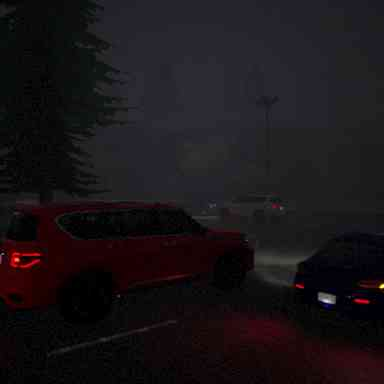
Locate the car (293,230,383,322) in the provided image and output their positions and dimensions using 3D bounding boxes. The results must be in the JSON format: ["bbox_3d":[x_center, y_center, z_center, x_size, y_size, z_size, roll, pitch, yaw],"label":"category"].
[{"bbox_3d":[3.882,1.530,6.882,4.674,1.442,1.812,0,0,-42],"label":"car"}]

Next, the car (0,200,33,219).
[{"bbox_3d":[-16.444,1.491,28.194,4.902,1.511,2.128,0,0,-41],"label":"car"}]

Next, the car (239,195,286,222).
[{"bbox_3d":[4.561,1.234,25.914,2.150,2.045,5.566,1,-1,-44],"label":"car"}]

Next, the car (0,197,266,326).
[{"bbox_3d":[-1.127,1.225,7.320,5.566,2.045,2.150,0,0,-36],"label":"car"}]

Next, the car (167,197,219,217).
[{"bbox_3d":[0.141,1.365,32.057,4.553,1.767,2.097,0,0,21],"label":"car"}]

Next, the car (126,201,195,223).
[{"bbox_3d":[-2.406,1.500,25.724,4.902,1.511,2.128,0,-1,19],"label":"car"}]
